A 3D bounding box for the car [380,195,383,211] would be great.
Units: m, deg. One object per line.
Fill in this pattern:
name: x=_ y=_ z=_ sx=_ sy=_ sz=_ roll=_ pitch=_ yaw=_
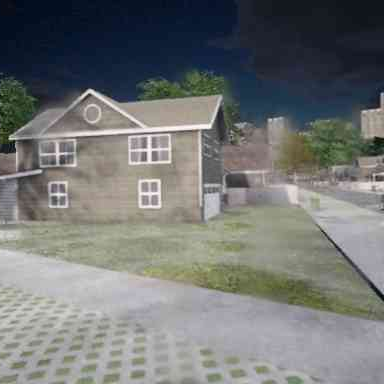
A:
car: x=13.442 y=0.604 z=21.060 sx=1.837 sy=1.490 sz=4.892 roll=-1 pitch=2 yaw=14
